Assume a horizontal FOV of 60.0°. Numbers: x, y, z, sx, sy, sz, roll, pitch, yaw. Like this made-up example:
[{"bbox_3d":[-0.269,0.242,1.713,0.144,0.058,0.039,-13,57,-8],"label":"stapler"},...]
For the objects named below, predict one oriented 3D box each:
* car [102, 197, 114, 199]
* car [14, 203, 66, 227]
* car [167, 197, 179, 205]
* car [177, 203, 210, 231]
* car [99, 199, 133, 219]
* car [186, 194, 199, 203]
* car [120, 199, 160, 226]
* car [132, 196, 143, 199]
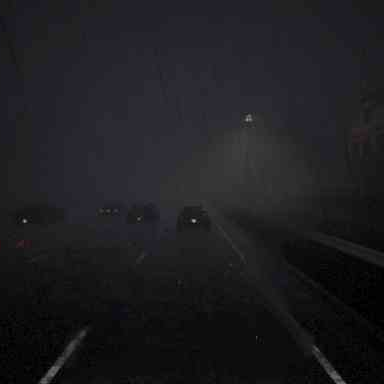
[{"bbox_3d":[-13.892,1.592,55.450,1.837,1.490,4.892,0,0,0],"label":"car"},{"bbox_3d":[-10.395,1.542,23.105,1.837,1.490,4.892,0,0,0],"label":"car"},{"bbox_3d":[-3.391,1.659,60.579,1.994,1.385,4.181,0,0,0],"label":"car"},{"bbox_3d":[0.103,1.597,20.833,1.994,1.385,4.181,0,0,0],"label":"car"},{"bbox_3d":[-6.900,1.595,30.053,2.033,1.411,5.357,0,0,0],"label":"car"},{"bbox_3d":[0.108,1.313,58.580,2.150,2.045,5.566,0,0,0],"label":"car"},{"bbox_3d":[-3.396,1.529,23.828,2.128,1.511,4.902,0,0,0],"label":"car"},{"bbox_3d":[-10.393,1.577,63.465,1.882,1.535,5.008,0,0,0],"label":"car"}]
